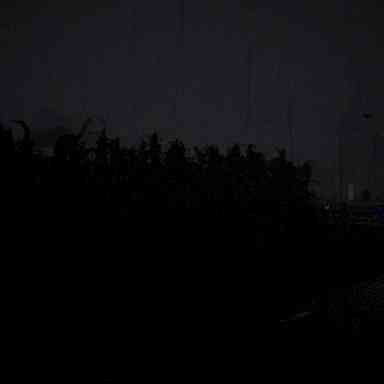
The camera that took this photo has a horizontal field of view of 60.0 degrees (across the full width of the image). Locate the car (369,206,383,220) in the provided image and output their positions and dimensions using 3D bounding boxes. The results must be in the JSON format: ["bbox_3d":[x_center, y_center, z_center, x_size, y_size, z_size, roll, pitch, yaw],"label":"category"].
[{"bbox_3d":[15.814,1.407,24.711,1.882,1.535,5.008,1,0,-28],"label":"car"}]

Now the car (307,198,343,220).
[{"bbox_3d":[10.126,1.279,27.777,2.097,1.767,4.553,0,0,-36],"label":"car"}]
